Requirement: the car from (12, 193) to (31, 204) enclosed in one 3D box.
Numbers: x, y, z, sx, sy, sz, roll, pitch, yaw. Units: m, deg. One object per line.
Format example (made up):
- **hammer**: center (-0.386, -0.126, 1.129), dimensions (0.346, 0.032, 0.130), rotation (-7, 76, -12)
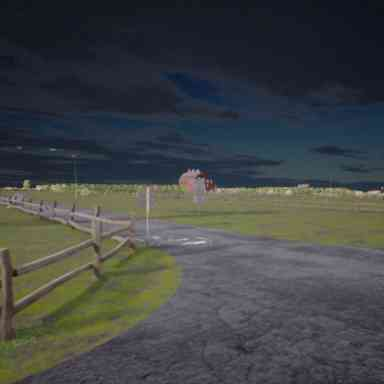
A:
- **car**: center (-23.813, 0.889, 46.372), dimensions (2.128, 1.511, 4.902), rotation (1, 0, -36)
